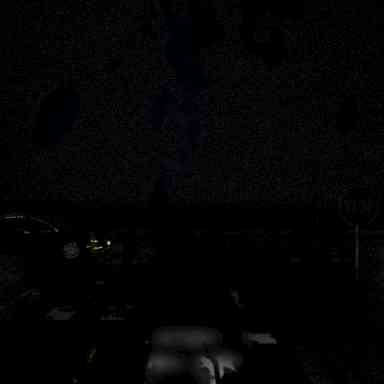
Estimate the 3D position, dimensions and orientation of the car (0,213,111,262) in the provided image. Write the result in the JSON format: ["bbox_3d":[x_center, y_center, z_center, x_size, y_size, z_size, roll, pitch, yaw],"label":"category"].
[{"bbox_3d":[-5.306,1.501,11.484,4.892,1.490,1.837,0,0,0],"label":"car"}]
